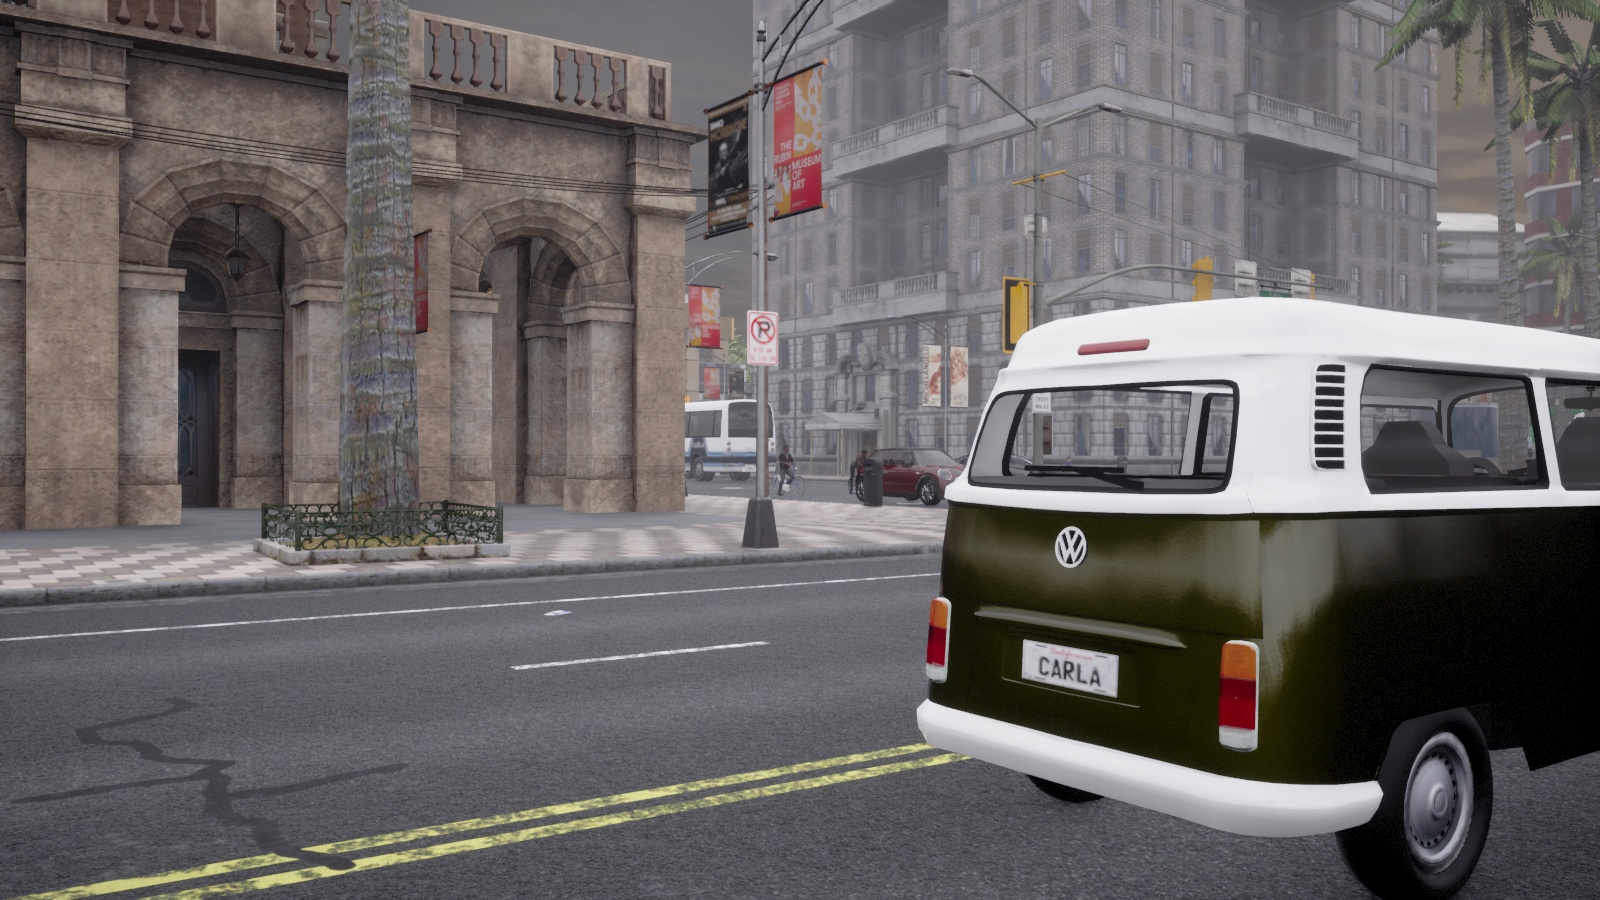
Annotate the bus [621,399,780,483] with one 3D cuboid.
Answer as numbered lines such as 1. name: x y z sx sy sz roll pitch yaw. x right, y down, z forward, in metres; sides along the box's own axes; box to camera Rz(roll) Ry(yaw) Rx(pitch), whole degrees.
1. bus: -5.665 -0.451 68.777 3.944 4.253 10.273 0 0 -36

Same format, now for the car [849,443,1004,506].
1. car: 3.674 0.687 37.230 2.097 1.767 4.553 0 0 -35

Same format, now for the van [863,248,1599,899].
1. van: 2.684 0.476 5.517 4.480 2.038 2.069 0 0 -35

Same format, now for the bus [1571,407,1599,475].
1. bus: 52.642 -0.558 75.743 3.944 4.253 10.273 0 0 -19

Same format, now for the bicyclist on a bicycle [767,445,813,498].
1. bicyclist on a bicycle: -0.353 0.721 42.982 0.659 1.776 1.843 0 0 -35
